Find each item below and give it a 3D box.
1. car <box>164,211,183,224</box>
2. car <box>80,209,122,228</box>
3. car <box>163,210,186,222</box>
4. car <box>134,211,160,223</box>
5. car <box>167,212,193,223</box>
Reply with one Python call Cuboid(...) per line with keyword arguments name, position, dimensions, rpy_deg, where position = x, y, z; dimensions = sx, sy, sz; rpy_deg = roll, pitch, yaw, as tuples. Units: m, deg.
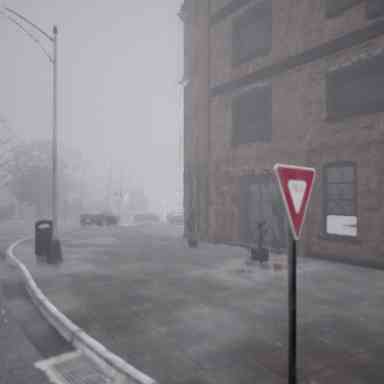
Cuboid(name="car", position=(-1.190, 3.186, 39.944), dimensions=(2.002, 1.452, 4.674), rpy_deg=(2, -3, 19))
Cuboid(name="car", position=(-7.765, 2.292, 28.951), dimensions=(1.882, 1.535, 5.008), rpy_deg=(0, -4, 13))
Cuboid(name="car", position=(-2.818, 3.955, 55.128), dimensions=(2.097, 1.767, 4.553), rpy_deg=(0, -4, 19))
Cuboid(name="car", position=(-6.093, 3.399, 45.537), dimensions=(1.882, 1.535, 5.008), rpy_deg=(0, -4, 20))
Cuboid(name="car", position=(-1.690, 3.672, 48.157), dimensions=(2.128, 1.511, 4.902), rpy_deg=(0, -4, 19))
